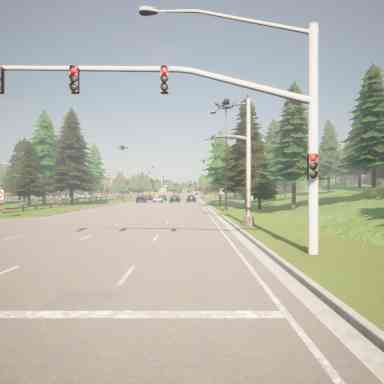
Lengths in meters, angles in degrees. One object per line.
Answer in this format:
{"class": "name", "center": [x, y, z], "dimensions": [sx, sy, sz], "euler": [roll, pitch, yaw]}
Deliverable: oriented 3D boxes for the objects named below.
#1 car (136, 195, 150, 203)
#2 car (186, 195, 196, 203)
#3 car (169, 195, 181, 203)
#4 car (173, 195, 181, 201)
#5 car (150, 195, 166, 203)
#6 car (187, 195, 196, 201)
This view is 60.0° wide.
{"class": "car", "center": [-10.640, 1.492, 70.341], "dimensions": [1.837, 1.490, 4.892], "euler": [0, 0, 0]}
{"class": "car", "center": [-0.141, 1.346, 70.716], "dimensions": [2.097, 1.767, 4.553], "euler": [0, 0, 0]}
{"class": "car", "center": [-3.641, 1.347, 70.742], "dimensions": [2.097, 1.767, 4.553], "euler": [0, 0, 0]}
{"class": "car", "center": [-3.661, 1.356, 80.775], "dimensions": [1.812, 1.442, 4.674], "euler": [0, 0, 0]}
{"class": "car", "center": [-7.141, 1.587, 70.795], "dimensions": [1.895, 1.301, 4.718], "euler": [0, 0, 0]}
{"class": "car", "center": [-0.161, 1.385, 80.782], "dimensions": [1.994, 1.385, 4.181], "euler": [0, 0, 0]}
